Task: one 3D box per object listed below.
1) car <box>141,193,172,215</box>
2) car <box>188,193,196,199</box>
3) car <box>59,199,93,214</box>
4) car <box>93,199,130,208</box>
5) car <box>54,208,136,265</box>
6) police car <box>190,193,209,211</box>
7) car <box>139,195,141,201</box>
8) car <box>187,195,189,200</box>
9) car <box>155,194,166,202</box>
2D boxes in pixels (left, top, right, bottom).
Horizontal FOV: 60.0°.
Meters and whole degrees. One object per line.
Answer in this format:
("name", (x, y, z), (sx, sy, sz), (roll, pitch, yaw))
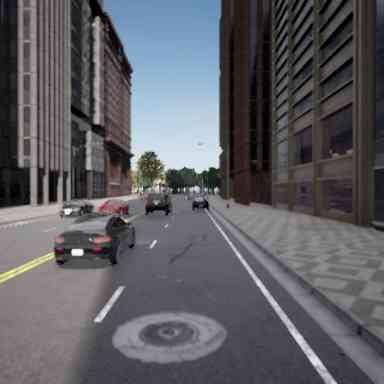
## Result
("car", (-3.147, 1.081, 31.990), (2.150, 2.045, 5.566), (0, 0, 0))
("car", (0.010, 0.999, 90.200), (2.033, 1.411, 5.357), (0, 0, 0))
("car", (-9.843, 1.365, 28.780), (2.128, 1.511, 4.902), (0, 0, 0))
("car", (-6.593, 1.353, 28.459), (1.882, 1.535, 5.008), (0, 0, 0))
("car", (-3.135, 1.476, 11.425), (1.812, 1.442, 4.674), (0, 0, 0))
("police car", (0.979, 1.256, 38.415), (1.930, 1.638, 5.238), (0, 0, 0))
("car", (-9.741, 1.044, 69.153), (2.097, 1.767, 4.553), (0, 0, 0))
("car", (0.009, 1.088, 72.928), (1.994, 1.385, 4.181), (0, 0, 0))
("car", (-6.492, 1.215, 68.707), (1.812, 1.442, 4.674), (0, 0, 0))
